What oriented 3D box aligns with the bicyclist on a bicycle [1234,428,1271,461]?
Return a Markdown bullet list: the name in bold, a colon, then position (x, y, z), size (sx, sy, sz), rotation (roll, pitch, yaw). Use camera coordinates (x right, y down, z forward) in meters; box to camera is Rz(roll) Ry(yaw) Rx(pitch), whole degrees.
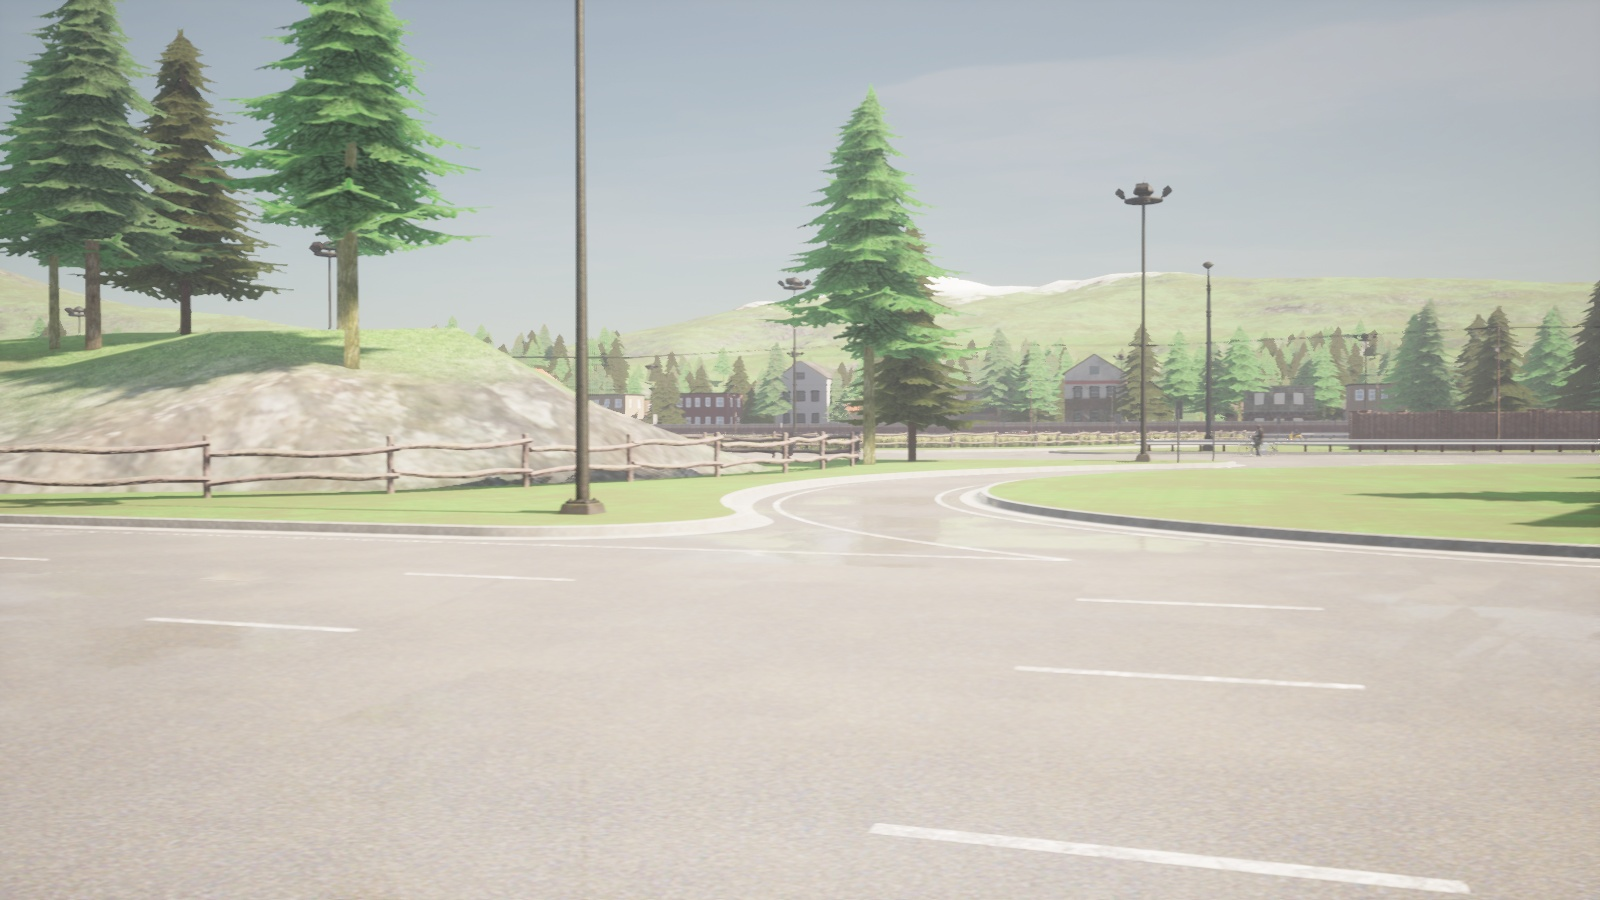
- **bicyclist on a bicycle**: position (24.630, -0.305, 68.387), size (1.843, 1.776, 0.659), rotation (1, 1, 18)
